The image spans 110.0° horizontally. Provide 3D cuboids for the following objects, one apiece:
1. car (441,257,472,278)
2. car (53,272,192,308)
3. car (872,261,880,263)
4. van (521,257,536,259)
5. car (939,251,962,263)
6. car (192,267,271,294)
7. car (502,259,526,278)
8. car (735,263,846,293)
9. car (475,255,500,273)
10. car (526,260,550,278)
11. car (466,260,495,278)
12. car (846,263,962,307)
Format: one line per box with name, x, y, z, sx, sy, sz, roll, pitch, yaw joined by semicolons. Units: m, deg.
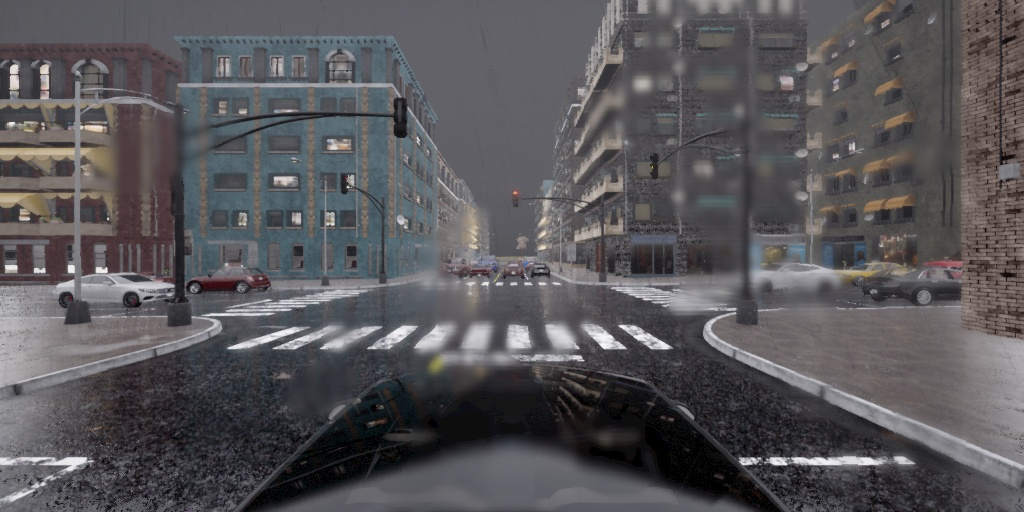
car;-5.310;1.060;33.545;2.192;1.841;5.009;0;0;0
car;-17.498;1.472;15.968;4.674;1.442;1.812;-1;0;2
car;21.137;1.000;21.088;4.829;1.417;1.751;0;0;0
van;2.574;1.078;50.201;1.690;1.789;3.998;0;0;0
car;24.742;0.647;18.594;5.566;2.045;2.150;-1;0;1
car;-16.902;1.388;21.395;4.097;1.591;1.967;0;0;0
car;0.136;1.271;33.350;1.812;1.442;4.674;0;0;0
car;14.266;1.083;18.676;4.674;1.442;1.812;-1;0;2
car;-2.841;0.961;43.312;2.150;2.045;5.566;0;0;0
car;2.571;1.311;33.544;1.948;1.339;4.313;0;0;0
car;-2.844;1.347;33.338;1.895;1.301;4.718;0;0;0
car;15.604;1.082;13.250;4.403;1.370;2.007;0;0;0
